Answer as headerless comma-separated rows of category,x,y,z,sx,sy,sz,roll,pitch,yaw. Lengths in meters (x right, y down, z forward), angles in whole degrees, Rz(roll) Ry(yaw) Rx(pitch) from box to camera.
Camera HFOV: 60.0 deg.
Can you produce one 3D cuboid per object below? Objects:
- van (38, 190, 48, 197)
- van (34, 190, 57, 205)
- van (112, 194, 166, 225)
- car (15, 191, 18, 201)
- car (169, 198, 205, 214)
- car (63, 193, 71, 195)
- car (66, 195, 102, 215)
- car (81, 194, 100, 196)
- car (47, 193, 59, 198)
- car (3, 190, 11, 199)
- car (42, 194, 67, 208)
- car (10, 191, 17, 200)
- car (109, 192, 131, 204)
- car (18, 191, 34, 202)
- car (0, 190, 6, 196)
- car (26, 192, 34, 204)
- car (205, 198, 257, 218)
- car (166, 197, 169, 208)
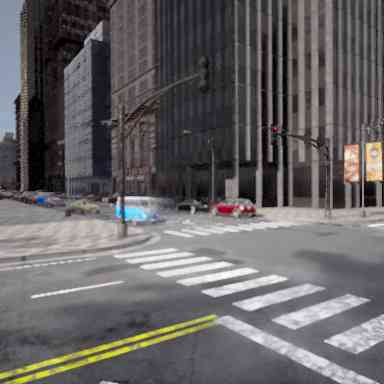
van,-38.980,0.449,86.949,1.690,1.788,3.998,0,1,-35
van,-19.916,0.959,45.309,1.690,1.788,3.998,0,1,-35
van,-3.655,1.215,22.366,1.690,1.788,3.998,0,1,-35
car,-29.674,1.025,59.076,1.947,1.339,4.313,0,1,-35
car,0.047,1.314,31.886,1.947,1.339,4.313,0,1,-35
car,-25.972,0.896,68.596,1.947,1.339,4.313,0,1,-35
car,-10.063,1.300,31.406,1.752,1.417,4.829,0,1,-35
car,-16.215,1.035,54.830,1.887,1.381,4.507,0,1,-35
car,-32.478,0.803,77.774,1.802,1.307,4.206,0,1,-35
car,-39.431,0.841,72.842,1.887,1.381,4.507,0,1,-35
car,-16.666,1.252,40.722,1.802,1.307,4.206,0,1,-35
car,-32.926,0.971,63.664,1.947,1.339,4.313,0,1,-35
car,-9.709,0.910,45.651,2.192,1.841,5.009,0,1,-35
car,-26.420,0.828,54.486,2.192,1.841,5.009,0,1,-35
car,-42.682,0.681,77.429,1.967,1.590,4.097,0,1,-35
car,-23.170,1.110,49.899,1.887,1.381,4.507,0,1,-35
car,3.299,1.239,27.297,1.967,1.590,4.097,0,1,-35
car,-3.206,1.248,36.475,2.008,1.369,4.403,0,1,-35
